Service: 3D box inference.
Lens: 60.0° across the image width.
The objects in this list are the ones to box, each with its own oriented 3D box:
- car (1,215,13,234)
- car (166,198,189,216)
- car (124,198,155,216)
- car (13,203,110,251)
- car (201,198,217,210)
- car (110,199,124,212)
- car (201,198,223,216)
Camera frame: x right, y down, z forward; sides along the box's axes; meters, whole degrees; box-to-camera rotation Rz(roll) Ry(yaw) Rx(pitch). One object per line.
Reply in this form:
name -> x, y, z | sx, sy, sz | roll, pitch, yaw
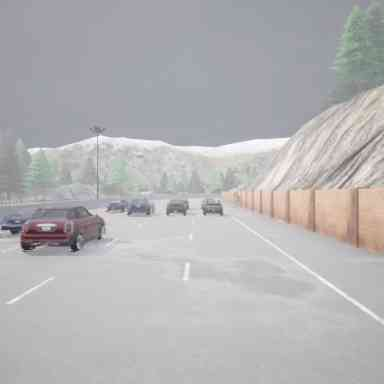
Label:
car -> -8.668, 1.547, 19.134 | 2.033, 1.411, 5.357 | 0, 0, 1
car -> -1.486, 1.505, 32.958 | 1.837, 1.490, 4.892 | 0, 0, 0
car -> -4.982, 1.352, 33.229 | 2.097, 1.767, 4.553 | 0, 0, 1
car -> -5.235, 1.352, 14.153 | 2.097, 1.767, 4.553 | 0, 0, 1
car -> 2.148, 1.525, 43.218 | 1.812, 1.442, 4.674 | 0, 0, 1
car -> -8.418, 1.526, 38.191 | 1.812, 1.442, 4.674 | 0, 0, 1
car -> 2.012, 1.491, 32.770 | 2.128, 1.511, 4.902 | 0, 0, 1
